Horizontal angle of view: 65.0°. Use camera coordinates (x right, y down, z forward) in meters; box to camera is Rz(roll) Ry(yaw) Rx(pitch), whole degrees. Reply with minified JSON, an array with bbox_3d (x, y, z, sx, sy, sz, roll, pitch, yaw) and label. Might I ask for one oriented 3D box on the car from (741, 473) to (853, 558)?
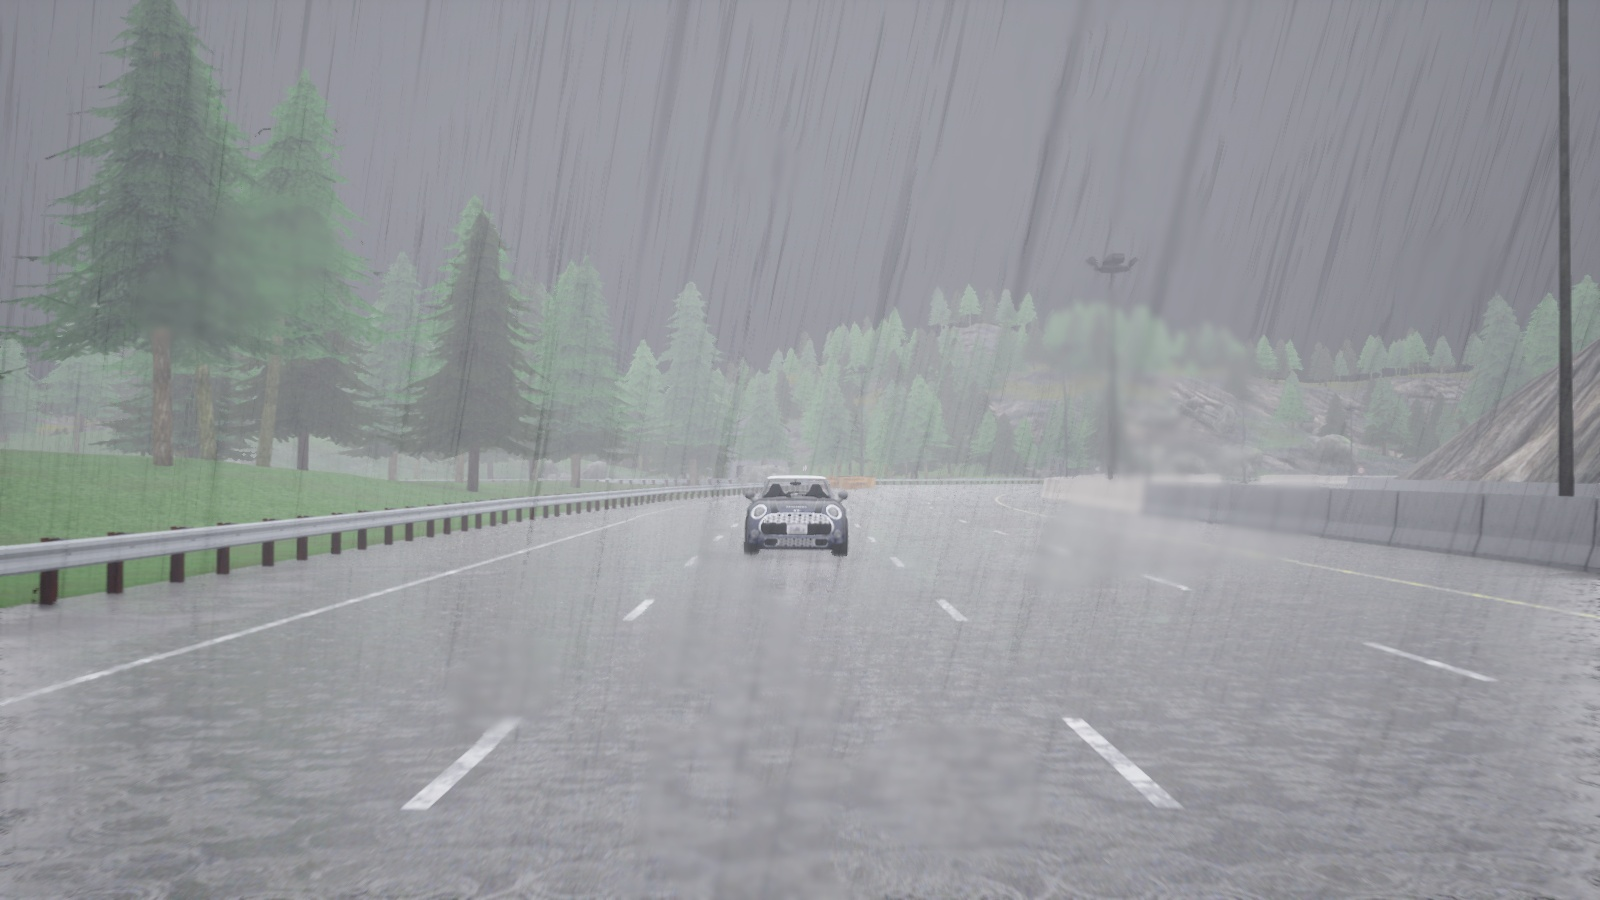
[{"bbox_3d":[-0.058,1.181,23.938,1.970,1.475,3.806,0,-1,0],"label":"car"}]
